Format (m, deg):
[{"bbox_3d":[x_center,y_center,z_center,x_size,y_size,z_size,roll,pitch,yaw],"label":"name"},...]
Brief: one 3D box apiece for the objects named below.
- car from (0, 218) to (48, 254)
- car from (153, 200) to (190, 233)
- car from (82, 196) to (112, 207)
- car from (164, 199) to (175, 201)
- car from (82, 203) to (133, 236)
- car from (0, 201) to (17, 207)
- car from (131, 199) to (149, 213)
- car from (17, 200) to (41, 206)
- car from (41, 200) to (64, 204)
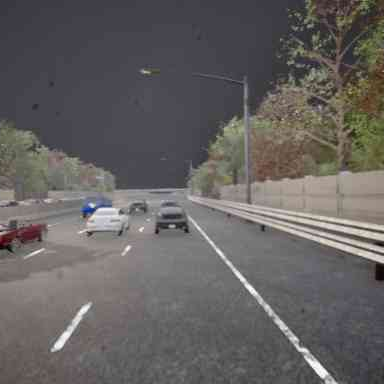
[{"bbox_3d":[-7.813,1.753,14.152,1.895,1.301,4.718,-1,0,-4],"label":"car"},{"bbox_3d":[-1.207,1.514,19.690,1.837,1.490,4.892,-1,1,-4],"label":"car"},{"bbox_3d":[-9.149,1.395,32.615,2.150,2.045,5.566,-1,0,-4],"label":"car"},{"bbox_3d":[-2.564,1.540,38.732,1.837,1.490,4.892,-1,0,-4],"label":"car"},{"bbox_3d":[-4.659,1.606,18.887,1.812,1.442,4.674,-1,0,-4],"label":"car"},{"bbox_3d":[-28.089,2.068,50.684,1.882,1.535,5.008,-1,0,-4],"label":"car"},{"bbox_3d":[-6.016,1.614,38.023,1.837,1.490,4.892,-1,0,-4],"label":"car"},{"bbox_3d":[-24.634,2.025,51.521,1.837,1.490,4.892,-1,-1,-4],"label":"car"},{"bbox_3d":[-21.132,1.950,51.589,1.837,1.490,4.892,-1,-1,-4],"label":"car"}]
